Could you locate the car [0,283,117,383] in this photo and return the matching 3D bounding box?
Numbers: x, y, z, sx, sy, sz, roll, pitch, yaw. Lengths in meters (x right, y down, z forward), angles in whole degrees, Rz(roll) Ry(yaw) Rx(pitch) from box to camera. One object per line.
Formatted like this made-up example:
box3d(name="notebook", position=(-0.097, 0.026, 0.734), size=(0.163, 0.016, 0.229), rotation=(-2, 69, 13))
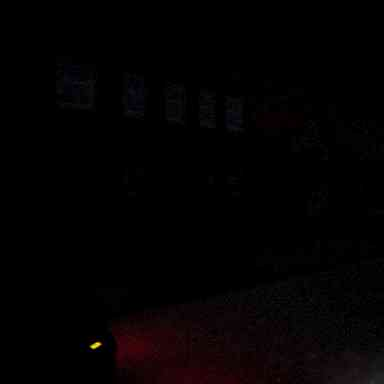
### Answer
box3d(name="car", position=(-2.905, 1.526, 2.506), size=(4.674, 1.442, 1.812), rotation=(0, 0, -36))
